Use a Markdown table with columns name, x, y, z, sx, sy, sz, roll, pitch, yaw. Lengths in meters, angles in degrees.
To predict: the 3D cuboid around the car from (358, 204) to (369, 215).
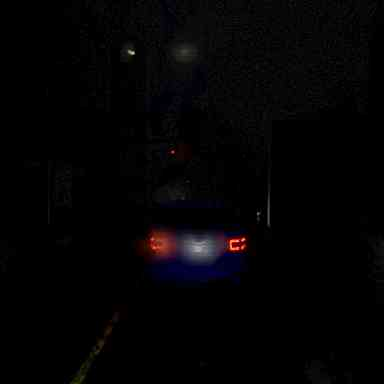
| name | x | y | z | sx | sy | sz | roll | pitch | yaw |
| --- | --- | --- | --- | --- | --- | --- | --- | --- | --- |
| car | 18.242 | 1.526 | 32.413 | 4.206 | 1.307 | 1.802 | 1 | 0 | 0 |

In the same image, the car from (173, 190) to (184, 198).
| name | x | y | z | sx | sy | sz | roll | pitch | yaw |
| --- | --- | --- | --- | --- | --- | --- | --- | --- | --- |
| car | -2.531 | 0.352 | 64.899 | 1.895 | 1.301 | 4.718 | 0 | 2 | 1 |

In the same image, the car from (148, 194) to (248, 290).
| name | x | y | z | sx | sy | sz | roll | pitch | yaw |
| --- | --- | --- | --- | --- | --- | --- | --- | --- | --- |
| car | 0.118 | 1.195 | 9.124 | 2.150 | 2.045 | 5.566 | 0 | 0 | 0 |

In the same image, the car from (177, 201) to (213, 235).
| name | x | y | z | sx | sy | sz | roll | pitch | yaw |
| --- | --- | --- | --- | --- | --- | --- | --- | --- | --- |
| car | 0.133 | 1.389 | 19.150 | 1.837 | 1.490 | 4.892 | 0 | 1 | 0 |

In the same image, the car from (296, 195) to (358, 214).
| name | x | y | z | sx | sy | sz | roll | pitch | yaw |
| --- | --- | --- | --- | --- | --- | --- | --- | --- | --- |
| car | 12.844 | 1.183 | 32.425 | 5.009 | 1.841 | 2.192 | 1 | 0 | 0 |

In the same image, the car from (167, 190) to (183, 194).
| name | x | y | z | sx | sy | sz | roll | pitch | yaw |
| --- | --- | --- | --- | --- | --- | --- | --- | --- | --- |
| car | -2.679 | 0.832 | 45.188 | 2.128 | 1.511 | 4.902 | 0 | 2 | -1 |
